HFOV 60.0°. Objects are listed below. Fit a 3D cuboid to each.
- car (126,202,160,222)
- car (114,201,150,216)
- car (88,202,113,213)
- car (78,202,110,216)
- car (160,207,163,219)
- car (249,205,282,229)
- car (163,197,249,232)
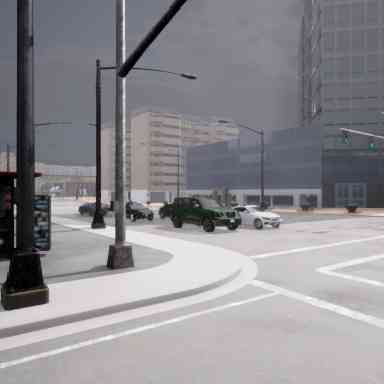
[{"bbox_3d":[-5.114,1.741,29.302,1.837,1.490,4.892,0,-1,-36],"label":"car"},{"bbox_3d":[-6.853,1.841,37.664,2.128,1.511,4.902,0,-1,-36],"label":"car"},{"bbox_3d":[-12.686,2.060,45.756,1.994,1.385,4.181,0,-1,-35],"label":"car"},{"bbox_3d":[-11.361,1.939,37.918,2.033,1.411,5.357,0,-1,-36],"label":"car"},{"bbox_3d":[-1.340,1.740,30.122,1.812,1.442,4.674,0,-1,-36],"label":"car"},{"bbox_3d":[3.961,1.635,22.735,1.812,1.442,4.674,0,-1,-35],"label":"car"},{"bbox_3d":[0.693,1.335,21.304,2.150,2.045,5.566,0,-1,-36],"label":"car"}]
